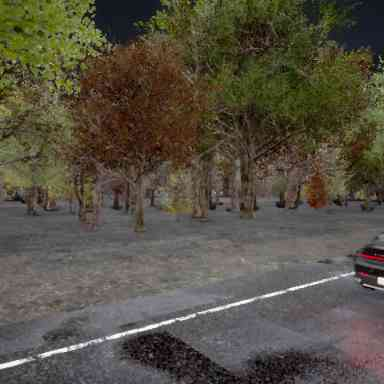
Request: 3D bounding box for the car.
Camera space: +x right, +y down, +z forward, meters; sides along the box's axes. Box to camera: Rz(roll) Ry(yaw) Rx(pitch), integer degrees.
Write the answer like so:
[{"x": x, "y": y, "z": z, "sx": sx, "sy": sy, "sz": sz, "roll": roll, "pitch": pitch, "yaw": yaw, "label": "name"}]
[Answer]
[{"x": 5.728, "y": 1.506, "z": 7.857, "sx": 4.892, "sy": 1.490, "sz": 1.837, "roll": 0, "pitch": 0, "yaw": -36, "label": "car"}]
